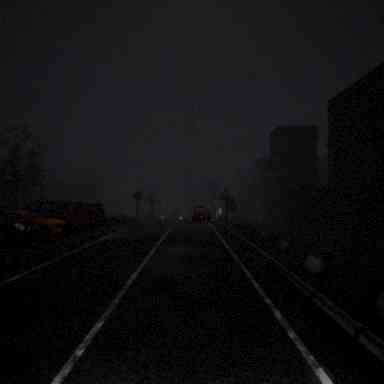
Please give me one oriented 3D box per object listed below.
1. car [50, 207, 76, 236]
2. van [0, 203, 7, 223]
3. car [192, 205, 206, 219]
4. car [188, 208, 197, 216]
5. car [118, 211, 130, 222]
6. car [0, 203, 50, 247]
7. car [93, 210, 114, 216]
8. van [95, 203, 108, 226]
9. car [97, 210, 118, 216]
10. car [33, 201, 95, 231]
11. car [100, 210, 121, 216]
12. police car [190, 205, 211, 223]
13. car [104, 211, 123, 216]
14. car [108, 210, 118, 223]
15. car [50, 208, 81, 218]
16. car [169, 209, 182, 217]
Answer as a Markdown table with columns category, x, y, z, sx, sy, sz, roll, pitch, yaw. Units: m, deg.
| category | x | y | z | sx | sy | sz | roll | pitch | yaw |
| --- | --- | --- | --- | --- | --- | --- | --- | --- | --- |
| car | -9.471 | 1.766 | 18.464 | 5.008 | 1.535 | 2.097 | 0 | -2 | -1 |
| van | -21.709 | 2.161 | 34.118 | 4.442 | 1.987 | 1.878 | 0 | -3 | 0 |
| car | 1.014 | 3.136 | 51.807 | 2.150 | 2.045 | 5.566 | 0 | -4 | 0 |
| car | 0.163 | 5.301 | 87.306 | 2.150 | 2.045 | 5.566 | 0 | -4 | 0 |
| car | -9.370 | 2.355 | 33.516 | 5.366 | 1.575 | 1.946 | 0 | -3 | 0 |
| car | -9.470 | 1.541 | 15.434 | 4.553 | 1.767 | 2.185 | 0 | -2 | -1 |
| car | -21.809 | 5.312 | 82.318 | 4.674 | 1.452 | 2.002 | 0 | -4 | 0 |
| van | -9.644 | 1.874 | 27.575 | 4.442 | 1.987 | 1.878 | 0 | -2 | 0 |
| car | -21.793 | 5.479 | 85.590 | 4.892 | 1.521 | 2.231 | 0 | -4 | 0 |
| car | -9.522 | 1.610 | 21.388 | 5.566 | 2.045 | 2.435 | 0 | -2 | 0 |
| car | -21.790 | 5.683 | 88.857 | 5.008 | 1.535 | 2.097 | 0 | -4 | 0 |
| police car | 1.002 | 2.400 | 35.875 | 1.930 | 1.638 | 5.238 | 1 | -2 | 0 |
| car | -21.768 | 5.921 | 91.997 | 4.674 | 1.452 | 2.002 | 0 | -4 | 0 |
| car | -9.573 | 2.100 | 30.605 | 4.553 | 1.767 | 2.185 | 0 | -3 | 0 |
| car | -21.948 | 3.620 | 58.041 | 4.553 | 1.767 | 2.185 | 0 | -4 | 0 |
| car | -3.145 | 4.475 | 71.044 | 2.097 | 1.767 | 4.553 | 0 | -4 | 0 |
